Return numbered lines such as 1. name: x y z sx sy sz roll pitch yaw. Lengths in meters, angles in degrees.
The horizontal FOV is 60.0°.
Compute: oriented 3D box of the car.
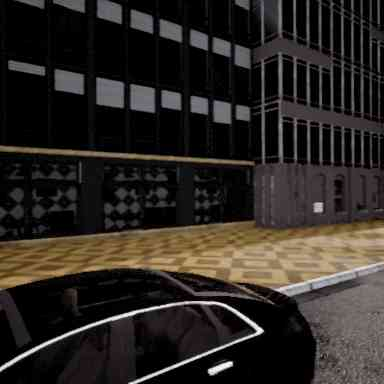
1. car: -1.040 1.504 2.581 4.892 1.490 1.837 0 0 -35
